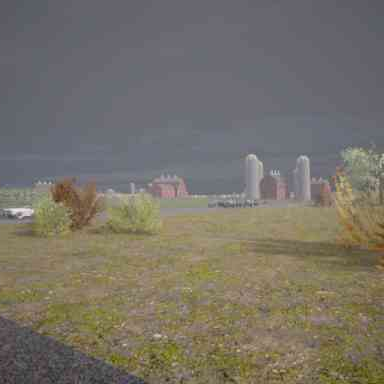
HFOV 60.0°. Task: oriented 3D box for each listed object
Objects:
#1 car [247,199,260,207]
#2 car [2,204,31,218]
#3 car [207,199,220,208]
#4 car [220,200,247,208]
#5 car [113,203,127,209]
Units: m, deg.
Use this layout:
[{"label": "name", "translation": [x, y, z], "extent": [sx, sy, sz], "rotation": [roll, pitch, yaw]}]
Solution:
[{"label": "car", "translation": [11.487, 2.173, 64.283], "extent": [1.812, 1.442, 4.674], "rotation": [-1, -1, 36]}, {"label": "car", "translation": [-15.793, 1.853, 32.608], "extent": [1.895, 1.301, 4.718], "rotation": [-1, -1, 37]}, {"label": "car", "translation": [4.545, 2.137, 60.648], "extent": [1.837, 1.490, 4.892], "rotation": [-1, -2, 36]}, {"label": "car", "translation": [7.343, 2.093, 58.468], "extent": [1.812, 1.442, 4.674], "rotation": [-1, -1, 36]}, {"label": "car", "translation": [-8.149, 1.994, 43.175], "extent": [1.895, 1.301, 4.718], "rotation": [-1, -1, 36]}]
